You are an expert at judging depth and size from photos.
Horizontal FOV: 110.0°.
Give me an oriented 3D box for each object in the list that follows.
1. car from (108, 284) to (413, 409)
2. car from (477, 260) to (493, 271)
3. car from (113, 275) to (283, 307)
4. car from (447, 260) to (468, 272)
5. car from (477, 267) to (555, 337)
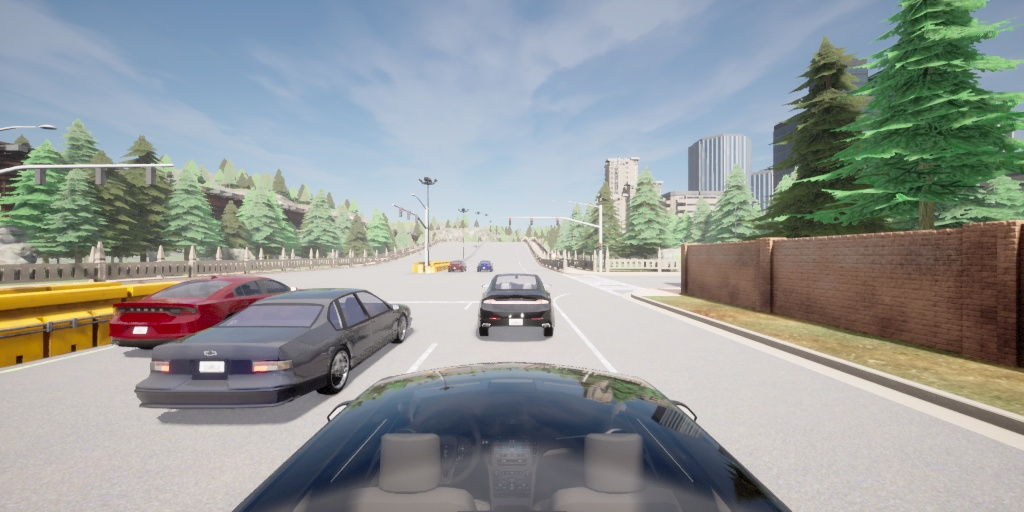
[{"bbox_3d":[-3.397,1.297,6.565,2.033,1.411,5.357,0,0,0],"label":"car"},{"bbox_3d":[-3.384,1.276,45.733,1.812,1.442,4.674,0,0,0],"label":"car"},{"bbox_3d":[-6.897,1.228,9.129,1.882,1.535,5.008,0,0,0],"label":"car"},{"bbox_3d":[-6.879,1.276,45.337,1.812,1.442,4.674,0,0,0],"label":"car"},{"bbox_3d":[0.132,1.242,10.310,2.128,1.511,4.902,0,0,1],"label":"car"}]
